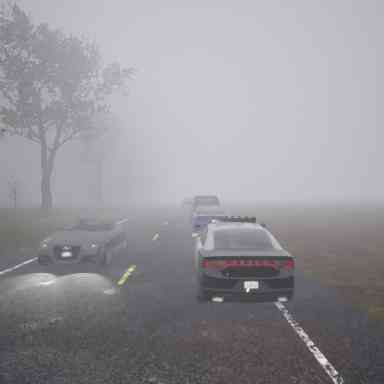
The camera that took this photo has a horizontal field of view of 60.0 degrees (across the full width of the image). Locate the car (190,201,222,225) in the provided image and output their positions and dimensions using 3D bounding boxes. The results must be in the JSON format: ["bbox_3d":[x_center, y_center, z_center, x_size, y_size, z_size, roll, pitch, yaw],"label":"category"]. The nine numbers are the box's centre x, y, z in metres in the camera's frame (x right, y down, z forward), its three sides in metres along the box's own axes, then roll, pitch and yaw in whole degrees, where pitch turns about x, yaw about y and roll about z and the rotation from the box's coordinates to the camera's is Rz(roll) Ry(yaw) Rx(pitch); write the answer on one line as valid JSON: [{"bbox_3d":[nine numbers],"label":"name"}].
[{"bbox_3d":[0.978,1.484,18.319,1.882,1.535,5.008,0,0,0],"label":"car"}]

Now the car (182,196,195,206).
[{"bbox_3d":[-0.645,1.539,58.877,2.128,1.511,4.902,0,0,-1],"label":"car"}]

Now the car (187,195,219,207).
[{"bbox_3d":[0.930,1.234,24.355,2.150,2.045,5.566,0,0,-1],"label":"car"}]

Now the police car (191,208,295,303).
[{"bbox_3d":[1.033,1.427,8.419,1.930,1.638,5.238,0,0,0],"label":"police car"}]

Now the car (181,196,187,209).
[{"bbox_3d":[-0.373,1.384,45.827,2.097,1.767,4.553,0,0,0],"label":"car"}]

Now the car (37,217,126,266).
[{"bbox_3d":[-3.540,1.566,11.379,1.994,1.385,4.181,0,0,0],"label":"car"}]
